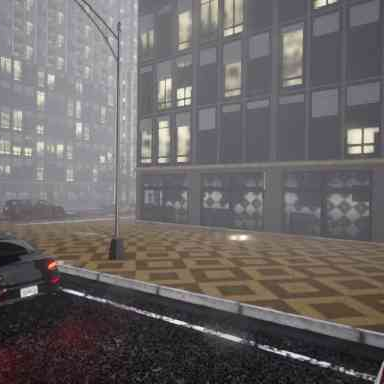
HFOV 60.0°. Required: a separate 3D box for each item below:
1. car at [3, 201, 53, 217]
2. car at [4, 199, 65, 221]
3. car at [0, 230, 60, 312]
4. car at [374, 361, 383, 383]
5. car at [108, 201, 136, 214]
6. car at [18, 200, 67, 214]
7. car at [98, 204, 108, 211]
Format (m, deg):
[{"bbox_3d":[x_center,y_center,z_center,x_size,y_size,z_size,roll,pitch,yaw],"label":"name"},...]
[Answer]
[{"bbox_3d":[-16.949,1.698,34.615,1.994,1.385,4.181,1,0,36],"label":"car"},{"bbox_3d":[-13.740,1.520,29.219,2.192,1.841,5.009,1,0,36],"label":"car"},{"bbox_3d":[-4.646,1.522,6.987,4.674,1.442,1.812,0,0,35],"label":"car"},{"bbox_3d":[3.243,1.353,1.374,4.553,1.767,2.097,0,0,35],"label":"car"},{"bbox_3d":[-6.949,1.830,38.435,1.752,1.417,4.829,1,0,36],"label":"car"},{"bbox_3d":[-17.245,1.643,38.591,1.752,1.417,4.829,1,0,36],"label":"car"},{"bbox_3d":[-10.076,1.835,43.933,1.895,1.301,4.718,1,0,36],"label":"car"}]
